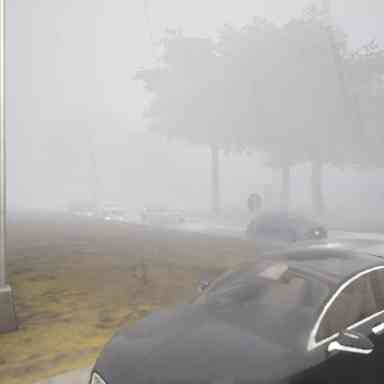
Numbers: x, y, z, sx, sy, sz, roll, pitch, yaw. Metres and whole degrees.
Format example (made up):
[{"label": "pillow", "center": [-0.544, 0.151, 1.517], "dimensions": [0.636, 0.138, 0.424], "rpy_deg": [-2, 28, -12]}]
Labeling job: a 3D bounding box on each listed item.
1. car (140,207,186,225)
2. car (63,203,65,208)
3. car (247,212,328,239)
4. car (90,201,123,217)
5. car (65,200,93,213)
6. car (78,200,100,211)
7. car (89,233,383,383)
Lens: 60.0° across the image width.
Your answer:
[{"label": "car", "center": [-2.452, 1.870, 27.217], "dimensions": [1.895, 1.301, 4.718], "rpy_deg": [-1, 0, -35]}, {"label": "car", "center": [-21.795, 2.280, 59.665], "dimensions": [1.895, 1.301, 4.718], "rpy_deg": [-1, 0, -34]}, {"label": "car", "center": [4.662, 1.696, 16.794], "dimensions": [1.994, 1.385, 4.181], "rpy_deg": [-1, 0, -30]}, {"label": "car", "center": [-9.321, 1.928, 36.934], "dimensions": [1.812, 1.442, 4.674], "rpy_deg": [-1, 0, -35]}, {"label": "car", "center": [-15.618, 2.058, 45.919], "dimensions": [1.812, 1.442, 4.674], "rpy_deg": [-1, 0, -35]}, {"label": "car", "center": [-15.952, 2.057, 51.415], "dimensions": [1.837, 1.490, 4.892], "rpy_deg": [-1, 0, -35]}, {"label": "car", "center": [1.311, 1.506, 3.891], "dimensions": [4.892, 1.490, 1.837], "rpy_deg": [0, 0, -36]}]
